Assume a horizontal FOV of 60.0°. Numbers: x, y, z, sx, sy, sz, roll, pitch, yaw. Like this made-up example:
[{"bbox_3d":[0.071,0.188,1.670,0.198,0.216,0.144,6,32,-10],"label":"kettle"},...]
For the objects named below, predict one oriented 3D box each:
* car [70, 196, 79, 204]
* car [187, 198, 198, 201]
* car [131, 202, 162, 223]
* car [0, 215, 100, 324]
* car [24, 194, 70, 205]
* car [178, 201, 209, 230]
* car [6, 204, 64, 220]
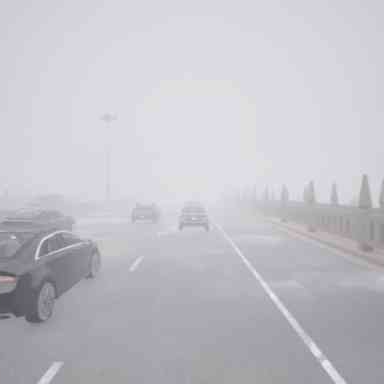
[{"bbox_3d":[-20.992,1.523,57.223,2.128,1.511,4.902,0,0,0],"label":"car"},{"bbox_3d":[0.107,1.527,42.441,1.812,1.442,4.674,0,0,0],"label":"car"},{"bbox_3d":[-3.396,1.492,25.254,2.128,1.511,4.902,0,0,0],"label":"car"},{"bbox_3d":[-3.398,1.492,7.107,2.128,1.511,4.902,0,0,0],"label":"car"},{"bbox_3d":[-14.068,1.224,31.986,2.150,2.045,5.566,0,0,0],"label":"car"},{"bbox_3d":[0.103,1.548,21.158,2.033,1.411,5.357,0,0,0],"label":"car"},{"bbox_3d":[-6.898,1.505,15.324,1.837,1.490,4.892,0,0,0],"label":"car"}]
